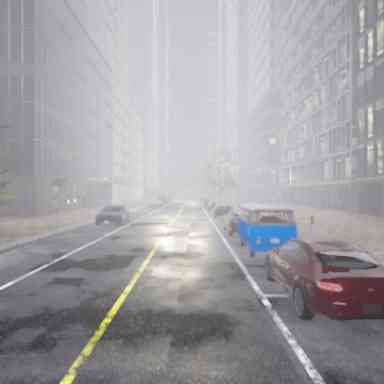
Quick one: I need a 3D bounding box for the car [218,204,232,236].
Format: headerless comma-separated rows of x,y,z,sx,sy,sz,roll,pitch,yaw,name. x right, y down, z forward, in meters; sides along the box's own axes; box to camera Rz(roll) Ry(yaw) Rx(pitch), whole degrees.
2.727,1.573,18.441,1.887,1.381,4.507,0,0,0,car

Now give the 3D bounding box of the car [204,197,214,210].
2.776,1.639,41.212,1.802,1.307,4.206,0,0,0,car

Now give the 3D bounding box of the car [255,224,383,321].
2.702,1.593,7.056,1.802,1.307,4.206,0,0,0,car

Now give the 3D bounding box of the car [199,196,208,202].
2.862,1.638,81.056,2.008,1.369,4.403,0,0,0,car

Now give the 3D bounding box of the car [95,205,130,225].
-5.641,1.602,24.164,1.947,1.339,4.313,0,0,0,car

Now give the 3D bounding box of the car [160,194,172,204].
-5.557,1.393,64.009,2.192,1.841,5.009,0,0,0,car

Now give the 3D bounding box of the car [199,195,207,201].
2.874,1.615,86.920,1.752,1.417,4.829,0,0,0,car

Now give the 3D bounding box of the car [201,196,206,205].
2.800,1.634,52.594,1.947,1.339,4.313,0,0,0,car

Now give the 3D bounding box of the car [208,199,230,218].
2.752,1.594,29.826,2.008,1.369,4.403,0,0,0,car

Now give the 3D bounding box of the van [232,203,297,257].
2.714,1.361,12.749,1.690,1.788,3.998,0,0,0,van

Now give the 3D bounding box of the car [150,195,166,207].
-5.581,1.594,52.456,1.752,1.417,4.829,0,0,0,car

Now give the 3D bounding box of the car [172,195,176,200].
-5.533,1.400,75.394,2.192,1.841,5.009,0,0,0,car
